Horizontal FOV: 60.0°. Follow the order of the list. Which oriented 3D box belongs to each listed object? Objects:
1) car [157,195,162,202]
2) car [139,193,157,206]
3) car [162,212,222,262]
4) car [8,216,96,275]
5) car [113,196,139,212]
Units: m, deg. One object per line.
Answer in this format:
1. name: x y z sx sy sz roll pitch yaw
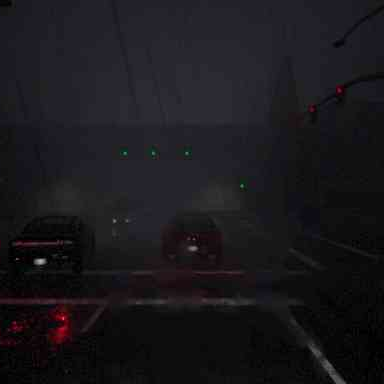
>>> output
1. car: -7.436 1.330 70.908 1.812 1.442 4.674 0 0 0
2. car: -7.595 1.227 55.267 2.150 2.045 5.566 0 0 1
3. car: -0.036 1.479 12.174 1.882 1.535 5.008 0 0 -1
4. car: -4.214 1.493 10.547 2.128 1.511 4.902 0 0 -12
5. car: -7.743 1.507 38.491 1.837 1.490 4.892 0 1 1
